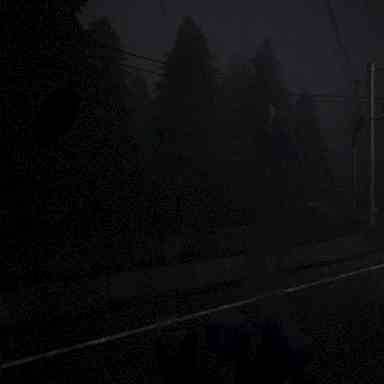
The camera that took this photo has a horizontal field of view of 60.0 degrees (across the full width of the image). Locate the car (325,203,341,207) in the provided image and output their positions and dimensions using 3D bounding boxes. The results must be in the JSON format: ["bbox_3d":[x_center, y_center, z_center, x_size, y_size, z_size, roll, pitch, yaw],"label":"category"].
[{"bbox_3d":[19.593,1.600,43.191,1.895,1.301,4.718,0,0,-21],"label":"car"}]

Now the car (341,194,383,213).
[{"bbox_3d":[18.050,1.221,34.024,2.150,2.045,5.566,0,0,-6],"label":"car"}]

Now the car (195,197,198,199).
[{"bbox_3d":[2.048,1.504,64.056,4.892,1.490,1.837,0,-1,32],"label":"car"}]
